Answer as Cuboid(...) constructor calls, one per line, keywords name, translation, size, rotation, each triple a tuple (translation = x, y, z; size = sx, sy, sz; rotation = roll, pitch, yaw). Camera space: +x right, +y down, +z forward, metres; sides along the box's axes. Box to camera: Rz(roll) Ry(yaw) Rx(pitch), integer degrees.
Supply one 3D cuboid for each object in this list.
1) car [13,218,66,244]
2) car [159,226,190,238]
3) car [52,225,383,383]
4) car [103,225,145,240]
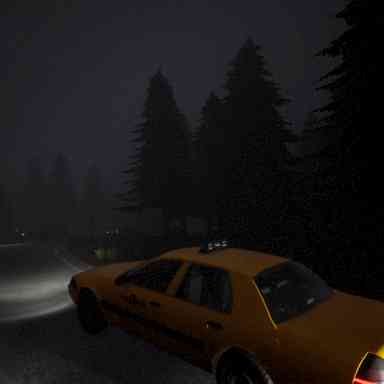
Cuboid(name="car", translation=(-12.715, 3.262, 28.467), size=(2.150, 2.045, 5.566), rotation=(-4, -7, 7))
Cuboid(name="car", translation=(-2.328, 5.544, 46.289), size=(1.882, 1.535, 5.008), rotation=(-5, -8, 30))
Cuboid(name="car", translation=(0.111, 1.441, 4.761), size=(5.366, 1.575, 1.801), rotation=(0, 1, 43))
Cuboid(name="car", translation=(-7.452, 4.511, 36.983), size=(2.033, 1.411, 5.357), rotation=(-4, -8, 20))
